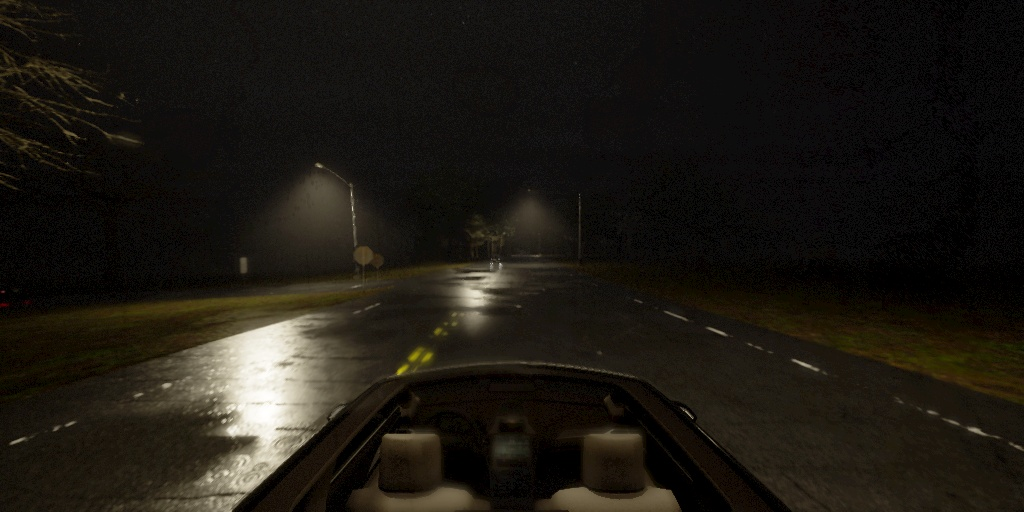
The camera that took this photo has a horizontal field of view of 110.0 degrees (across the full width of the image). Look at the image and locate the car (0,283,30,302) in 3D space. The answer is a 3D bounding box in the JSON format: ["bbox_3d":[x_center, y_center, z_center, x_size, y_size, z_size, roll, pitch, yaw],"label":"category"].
[{"bbox_3d":[-49.266,3.447,34.132,4.553,1.767,2.097,-3,2,1],"label":"car"}]

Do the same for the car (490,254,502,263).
[{"bbox_3d":[-2.698,0.393,61.700,1.837,1.490,4.892,0,1,2],"label":"car"}]
